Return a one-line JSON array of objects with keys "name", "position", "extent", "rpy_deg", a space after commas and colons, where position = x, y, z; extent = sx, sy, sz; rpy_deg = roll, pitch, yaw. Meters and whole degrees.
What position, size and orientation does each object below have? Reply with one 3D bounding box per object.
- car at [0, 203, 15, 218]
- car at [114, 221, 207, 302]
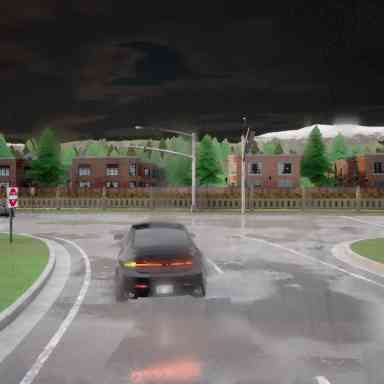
[{"name": "car", "position": [-17.474, 1.564, 28.406], "extent": [4.181, 1.385, 1.994], "rpy_deg": [0, 0, 6]}, {"name": "car", "position": [-0.885, 1.505, 8.386], "extent": [1.837, 1.490, 4.892], "rpy_deg": [0, 0, -9]}]
